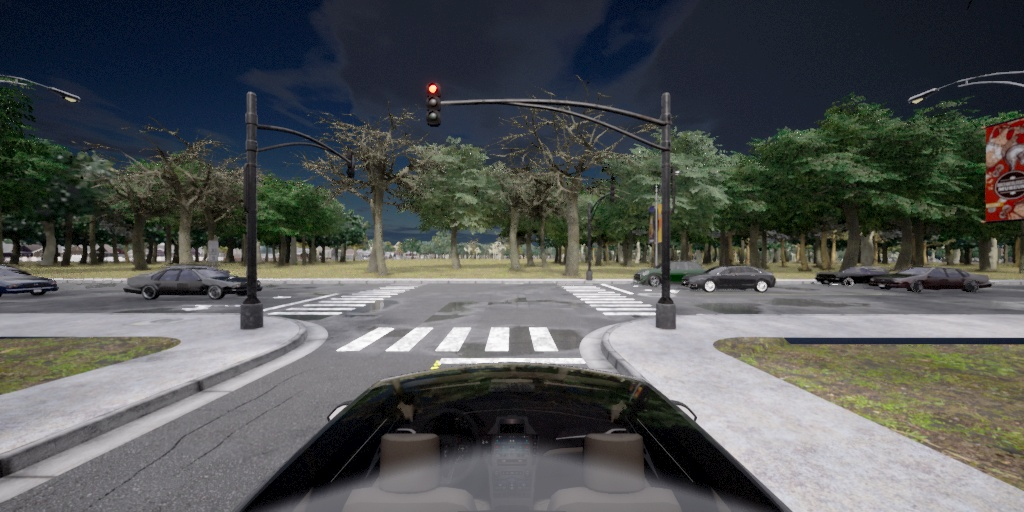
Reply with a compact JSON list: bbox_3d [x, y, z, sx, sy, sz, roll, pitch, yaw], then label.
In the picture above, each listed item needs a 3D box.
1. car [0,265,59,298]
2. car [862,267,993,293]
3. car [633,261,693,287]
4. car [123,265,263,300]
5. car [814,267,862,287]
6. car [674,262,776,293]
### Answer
[{"bbox_3d":[-25.278,1.270,17.095,5.357,1.411,2.033,0,0,0],"label":"car"},{"bbox_3d":[23.906,1.327,20.568,5.357,1.411,2.033,0,0,1],"label":"car"},{"bbox_3d":[10.478,1.106,23.813,4.553,1.767,2.097,0,0,0],"label":"car"},{"bbox_3d":[-15.093,1.279,17.100,5.357,1.411,2.033,0,0,0],"label":"car"},{"bbox_3d":[23.082,1.374,23.821,4.718,1.301,1.895,0,0,0],"label":"car"},{"bbox_3d":[12.326,1.266,20.565,4.892,1.490,1.837,0,0,0],"label":"car"}]
